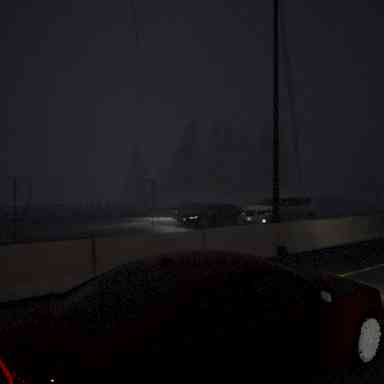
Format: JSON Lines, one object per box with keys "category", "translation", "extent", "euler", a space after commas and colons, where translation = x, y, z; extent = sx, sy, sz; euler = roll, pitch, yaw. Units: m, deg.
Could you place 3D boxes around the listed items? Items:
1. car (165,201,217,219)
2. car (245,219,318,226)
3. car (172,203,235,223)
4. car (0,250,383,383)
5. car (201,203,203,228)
{"category": "car", "translation": [-0.070, 1.548, 29.634], "extent": [4.181, 1.385, 1.994], "euler": [0, 0, -35]}
{"category": "car", "translation": [5.560, 1.208, 20.756], "extent": [5.566, 2.045, 2.150], "euler": [0, 0, -35]}
{"category": "car", "translation": [0.955, 1.585, 26.080], "extent": [4.718, 1.301, 1.895], "euler": [0, 0, -35]}
{"category": "car", "translation": [0.402, 1.472, 4.032], "extent": [5.008, 1.535, 1.882], "euler": [0, 0, -35]}
{"category": "car", "translation": [1.508, 1.497, 22.190], "extent": [4.892, 1.490, 1.837], "euler": [0, 0, -35]}
